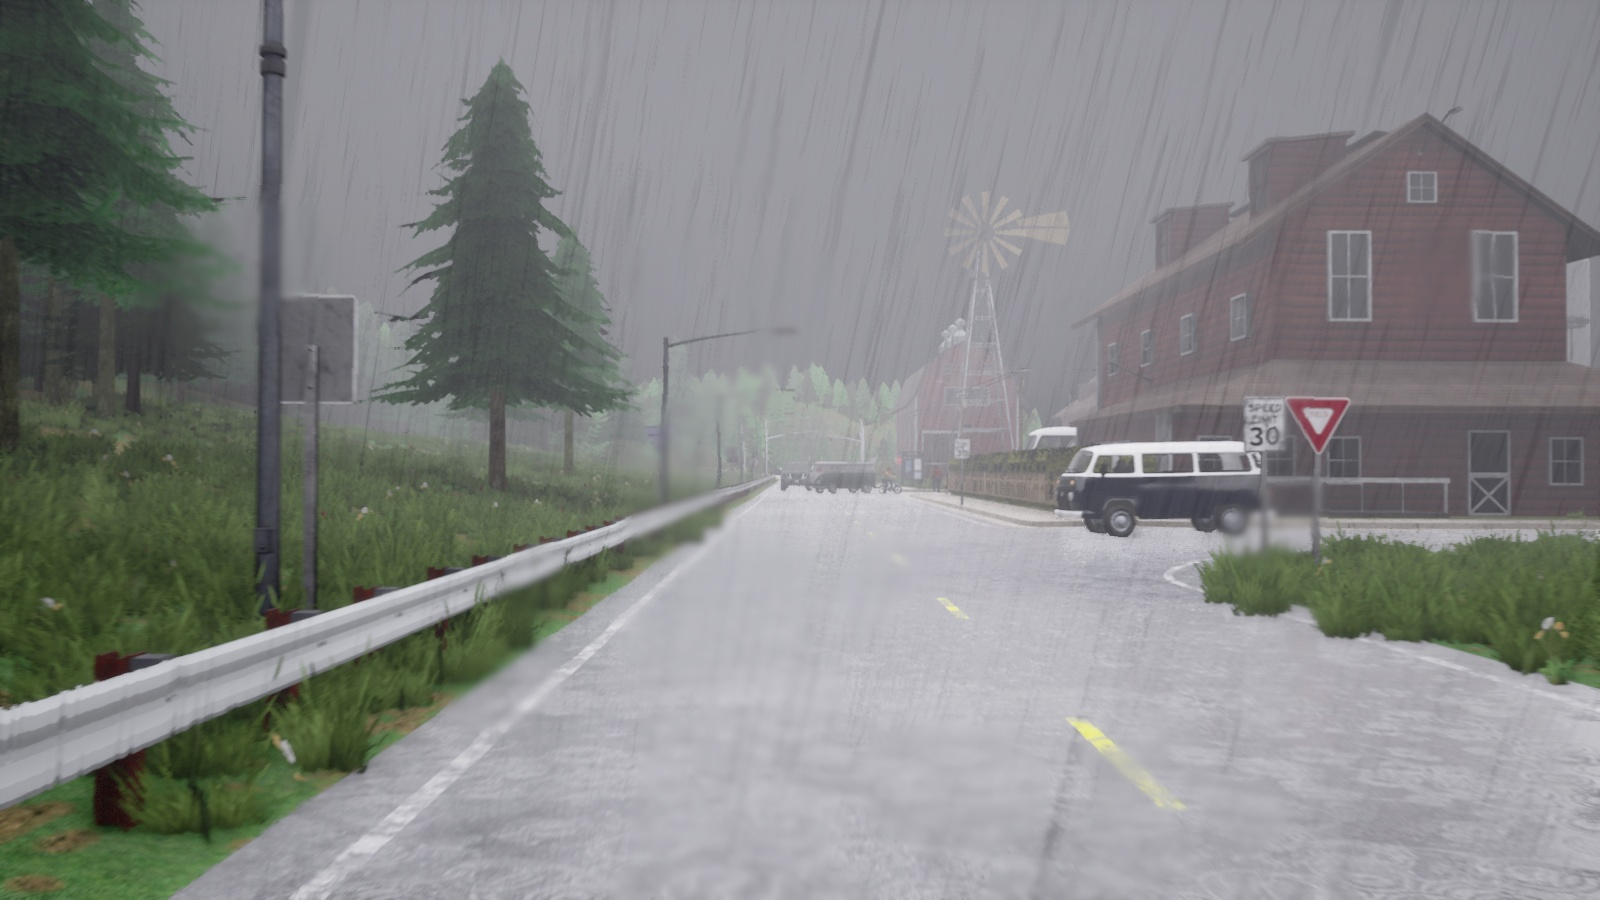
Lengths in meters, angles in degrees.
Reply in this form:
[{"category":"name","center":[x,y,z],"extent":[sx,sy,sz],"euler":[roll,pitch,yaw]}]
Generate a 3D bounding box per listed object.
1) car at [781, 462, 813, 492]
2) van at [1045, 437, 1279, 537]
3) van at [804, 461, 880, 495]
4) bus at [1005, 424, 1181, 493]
[{"category":"car","center":[-0.210,1.850,87.961],"extent":[2.150,2.045,5.566],"euler":[0,-1,0]},{"category":"van","center":[7.871,0.793,27.597],"extent":[4.480,2.038,2.069],"euler":[-1,-1,-3]},{"category":"van","center":[2.604,1.714,77.588],"extent":[4.442,1.987,1.775],"euler":[0,-1,-34]},{"category":"bus","center":[18.529,0.562,80.082],"extent":[10.273,4.253,3.944],"euler":[0,-1,-1]}]
